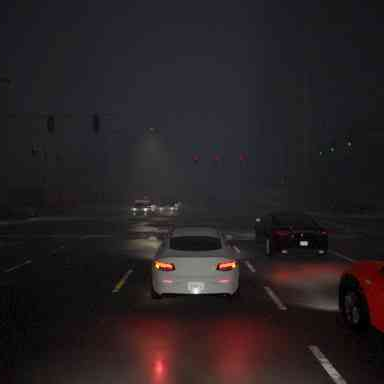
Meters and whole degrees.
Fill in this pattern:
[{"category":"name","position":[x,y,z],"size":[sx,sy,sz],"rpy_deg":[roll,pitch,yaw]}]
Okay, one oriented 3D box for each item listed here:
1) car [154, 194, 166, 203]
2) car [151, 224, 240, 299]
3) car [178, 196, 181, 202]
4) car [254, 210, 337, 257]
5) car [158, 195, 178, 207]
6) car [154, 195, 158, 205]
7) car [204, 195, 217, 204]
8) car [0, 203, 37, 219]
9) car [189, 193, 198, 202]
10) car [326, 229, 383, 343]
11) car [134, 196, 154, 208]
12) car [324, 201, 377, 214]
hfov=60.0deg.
[{"category":"car","position":[-6.811,1.355,70.638],"size":[2.097,1.767,4.553],"rpy_deg":[0,0,1]},{"category":"car","position":[0.062,1.526,8.295],"size":[1.812,1.442,4.674],"rpy_deg":[0,0,0]},{"category":"car","position":[-3.529,1.506,61.182],"size":[1.837,1.490,4.892],"rpy_deg":[0,0,1]},{"category":"car","position":[3.647,1.478,13.005],"size":[1.882,1.535,5.008],"rpy_deg":[0,0,2]},{"category":"car","position":[-3.704,1.478,51.217],"size":[1.882,1.535,5.008],"rpy_deg":[0,0,1]},{"category":"car","position":[-7.093,1.490,58.089],"size":[2.128,1.511,4.902],"rpy_deg":[0,0,1]},{"category":"car","position":[3.664,1.477,62.707],"size":[1.882,1.535,5.008],"rpy_deg":[0,0,1]},{"category":"car","position":[-15.701,1.601,27.942],"size":[4.718,1.301,1.895],"rpy_deg":[0,0,-4]},{"category":"car","position":[0.329,1.591,79.257],"size":[1.895,1.301,4.718],"rpy_deg":[0,0,1]},{"category":"car","position":[3.601,1.352,3.966],"size":[2.097,1.767,4.553],"rpy_deg":[0,0,0]},{"category":"car","position":[-7.240,1.478,48.823],"size":[1.882,1.535,5.008],"rpy_deg":[0,0,1]},{"category":"car","position":[16.411,1.601,34.676],"size":[4.718,1.301,1.895],"rpy_deg":[0,0,0]}]
